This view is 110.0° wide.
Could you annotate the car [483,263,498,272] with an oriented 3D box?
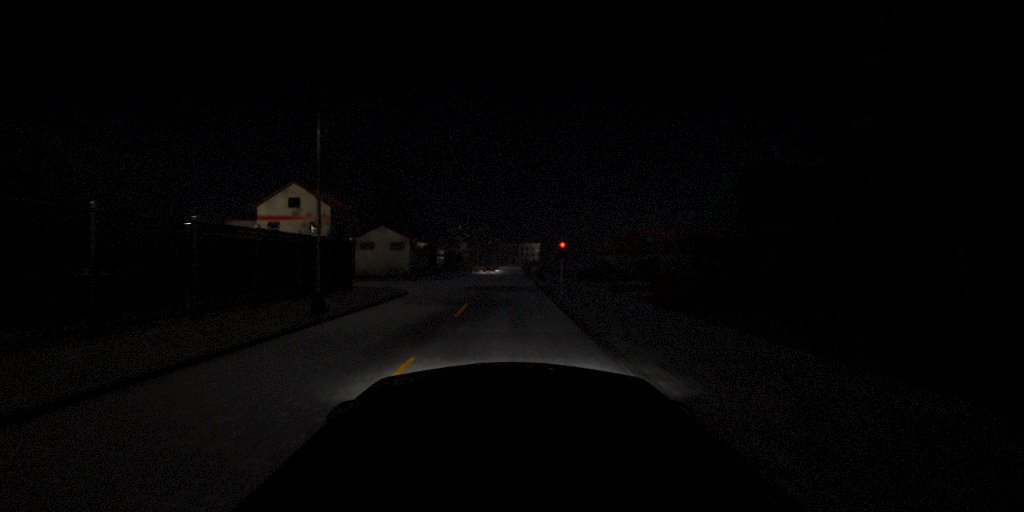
[{"bbox_3d":[-4.031,2.031,62.952,1.882,1.535,5.008,0,-1,0],"label":"car"}]
